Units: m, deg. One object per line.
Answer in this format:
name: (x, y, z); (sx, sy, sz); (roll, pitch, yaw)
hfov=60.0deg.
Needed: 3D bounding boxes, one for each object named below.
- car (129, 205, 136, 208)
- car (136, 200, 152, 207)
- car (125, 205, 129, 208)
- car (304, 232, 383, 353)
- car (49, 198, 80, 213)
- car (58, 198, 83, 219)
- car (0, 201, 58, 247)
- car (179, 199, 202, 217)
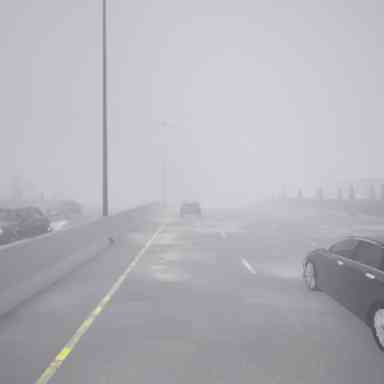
car: (-11.031, 3.274, 69.290); (2.128, 1.511, 4.902); (0, -6, 0)
car: (-7.475, 1.962, 54.469); (1.812, 1.442, 4.674); (0, -3, 0)
car: (-14.609, 3.987, 79.278); (2.150, 2.045, 5.566); (0, -6, 0)
car: (3.535, 1.482, 5.932); (1.837, 1.490, 4.892); (0, 0, 0)
car: (-14.374, 1.465, 37.827); (1.812, 1.442, 4.674); (0, 0, 0)
car: (-10.809, 1.445, 28.349); (2.128, 1.511, 4.902); (0, 0, 0)
car: (-7.189, 1.336, 12.710); (2.097, 1.767, 4.553); (0, 0, 0)
car: (-0.128, 1.417, 30.294); (2.128, 1.511, 4.902); (0, 0, 0)
